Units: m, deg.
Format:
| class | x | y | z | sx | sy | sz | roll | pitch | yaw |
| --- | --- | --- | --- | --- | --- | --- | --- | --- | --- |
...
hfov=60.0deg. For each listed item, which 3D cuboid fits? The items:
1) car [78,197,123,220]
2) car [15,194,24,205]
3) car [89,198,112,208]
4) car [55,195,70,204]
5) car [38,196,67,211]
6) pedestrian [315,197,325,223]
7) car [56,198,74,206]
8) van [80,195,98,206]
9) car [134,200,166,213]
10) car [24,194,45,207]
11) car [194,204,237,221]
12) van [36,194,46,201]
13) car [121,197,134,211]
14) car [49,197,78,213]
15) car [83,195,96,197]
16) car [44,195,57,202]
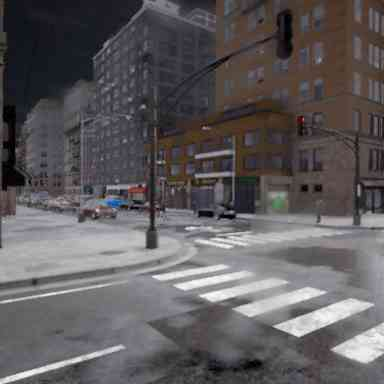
| class | x | y | z | sx | sy | sz | roll | pitch | yaw |
| --- | --- | --- | --- | --- | --- | --- | --- | --- | --- |
| car | -7.804 | 1.445 | 28.001 | 1.967 | 1.590 | 4.097 | 0 | 0 | -35 |
| car | -30.051 | 1.571 | 59.515 | 2.008 | 1.369 | 4.403 | 0 | 0 | -35 |
| car | -13.961 | 1.611 | 50.637 | 2.008 | 1.369 | 4.403 | 0 | 0 | -35 |
| car | -26.673 | 1.519 | 68.646 | 1.967 | 1.590 | 4.097 | 0 | 0 | -35 |
| car | -17.339 | 1.556 | 41.507 | 2.008 | 1.369 | 4.403 | 0 | 0 | -35 |
| pedestrian | 8.873 | 1.223 | 23.274 | 0.375 | 1.860 | 0.375 | 0 | 0 | -35 |
| car | -21.906 | 1.651 | 57.319 | 1.895 | 1.301 | 4.718 | 0 | 0 | -35 |
| van | -17.138 | 1.405 | 55.139 | 1.690 | 1.788 | 3.998 | 0 | 0 | -35 |
| car | -4.428 | 1.638 | 37.131 | 1.802 | 1.307 | 4.206 | 0 | 0 | -35 |
| car | -23.695 | 1.451 | 50.511 | 1.967 | 1.590 | 4.097 | 0 | 0 | -35 |
| car | 1.929 | 1.626 | 28.126 | 1.947 | 1.339 | 4.313 | 0 | 0 | -35 |
| van | -39.384 | 1.438 | 86.655 | 1.690 | 1.788 | 3.998 | 0 | 0 | -35 |
| car | -7.606 | 1.623 | 41.633 | 1.947 | 1.339 | 4.313 | 0 | 0 | -35 |
| car | -14.161 | 1.586 | 37.004 | 1.802 | 1.307 | 4.206 | 0 | 0 | -35 |
| car | -15.842 | 1.548 | 48.817 | 1.837 | 1.490 | 4.892 | 0 | 0 | -35 |
| car | -33.029 | 1.528 | 77.651 | 1.967 | 1.590 | 4.097 | 0 | 0 | -35 |
